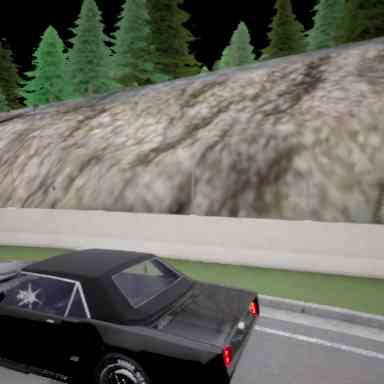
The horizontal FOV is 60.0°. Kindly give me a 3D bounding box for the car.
[{"bbox_3d":[-1.601,1.465,4.410,4.718,1.301,1.895,1,1,21],"label":"car"}]
